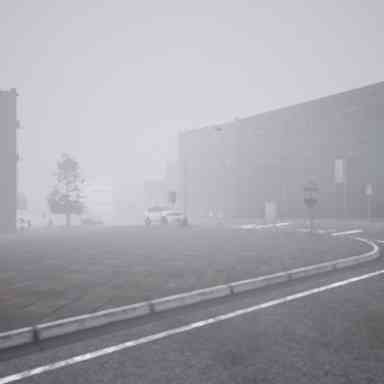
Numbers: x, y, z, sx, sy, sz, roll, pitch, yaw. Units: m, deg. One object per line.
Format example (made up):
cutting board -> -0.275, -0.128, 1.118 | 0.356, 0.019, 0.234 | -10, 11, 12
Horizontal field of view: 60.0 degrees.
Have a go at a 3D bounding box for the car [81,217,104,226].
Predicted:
car -> -15.385, 4.585, 51.223 | 2.033, 1.411, 5.357 | 0, -5, -37

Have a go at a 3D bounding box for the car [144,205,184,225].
car -> -2.918, 2.369, 34.194 | 2.150, 2.045, 5.566 | 0, -5, -36
